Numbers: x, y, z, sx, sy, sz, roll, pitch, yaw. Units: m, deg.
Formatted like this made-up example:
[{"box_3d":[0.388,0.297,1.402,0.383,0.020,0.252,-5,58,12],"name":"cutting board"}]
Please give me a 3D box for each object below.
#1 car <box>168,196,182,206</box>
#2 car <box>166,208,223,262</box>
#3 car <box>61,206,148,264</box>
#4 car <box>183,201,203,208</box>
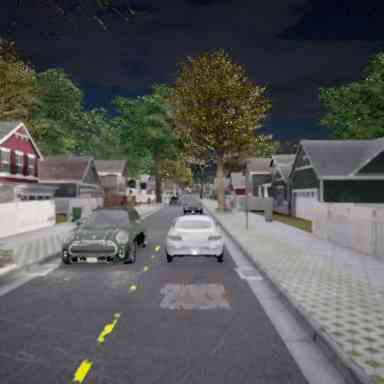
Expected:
[{"box_3d":[-2.801,1.514,54.754,1.837,1.490,4.892,0,0,0],"name":"car"},{"box_3d":[0.090,1.522,12.041,1.812,1.442,4.674,0,0,0],"name":"car"},{"box_3d":[-2.849,1.348,11.723,2.097,1.767,4.553,0,0,0],"name":"car"},{"box_3d":[0.105,1.598,33.616,1.895,1.301,4.718,0,0,0],"name":"car"}]
